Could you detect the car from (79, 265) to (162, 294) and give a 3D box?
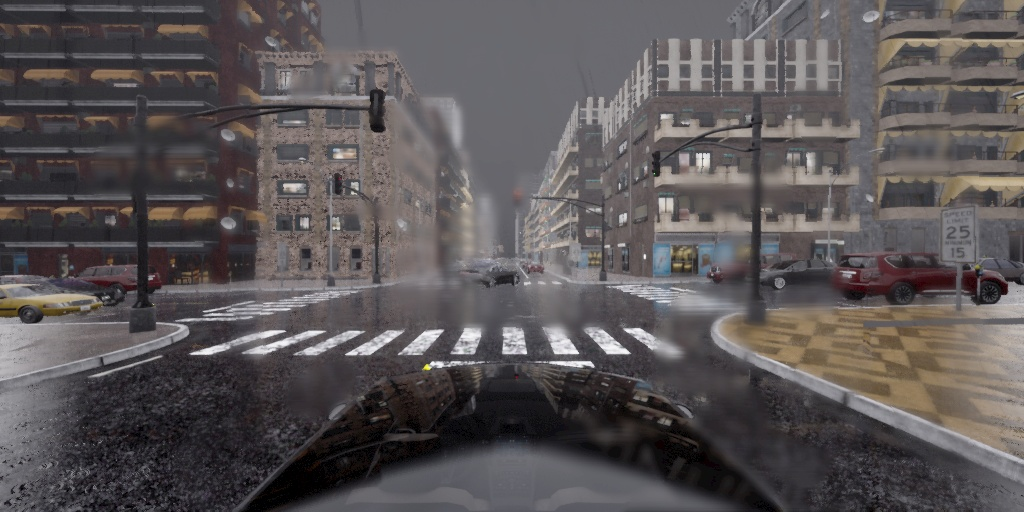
[{"bbox_3d":[-23.638,1.462,21.088,5.009,1.841,2.192,0,0,-1],"label":"car"}]

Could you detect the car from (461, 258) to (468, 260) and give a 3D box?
[{"bbox_3d":[-5.769,1.284,40.666,1.751,1.417,4.829,0,0,0],"label":"car"}]

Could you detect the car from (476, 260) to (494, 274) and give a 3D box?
[{"bbox_3d":[-3.183,1.237,43.451,1.882,1.535,5.008,0,0,0],"label":"car"}]

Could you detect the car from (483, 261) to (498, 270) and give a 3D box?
[{"bbox_3d":[-3.196,1.365,53.448,1.895,1.301,4.718,0,0,0],"label":"car"}]

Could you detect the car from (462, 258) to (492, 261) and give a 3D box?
[{"bbox_3d":[-3.165,1.247,34.029,2.128,1.511,4.902,0,0,0],"label":"car"}]

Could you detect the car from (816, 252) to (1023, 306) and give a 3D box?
[{"bbox_3d":[14.687,0.775,13.151,5.009,1.841,2.192,0,0,-1],"label":"car"}]

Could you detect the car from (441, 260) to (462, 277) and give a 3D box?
[{"bbox_3d":[-5.757,1.322,35.154,1.948,1.339,4.313,0,0,0],"label":"car"}]

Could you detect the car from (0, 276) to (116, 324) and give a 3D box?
[{"bbox_3d":[-17.652,1.585,12.804,4.829,1.417,1.751,0,0,-1],"label":"car"}]

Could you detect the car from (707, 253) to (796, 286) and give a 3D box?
[{"bbox_3d":[14.536,0.759,21.530,5.009,1.841,2.192,0,0,-1],"label":"car"}]

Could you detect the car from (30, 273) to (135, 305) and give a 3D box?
[{"bbox_3d":[-19.449,1.648,15.371,4.181,1.385,1.994,-1,0,-1],"label":"car"}]

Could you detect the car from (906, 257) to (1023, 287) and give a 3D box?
[{"bbox_3d":[24.727,0.807,19.052,5.357,1.411,2.033,-1,0,-1],"label":"car"}]

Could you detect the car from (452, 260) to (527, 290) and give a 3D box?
[{"bbox_3d":[-1.269,1.241,22.600,2.128,1.511,4.902,0,0,28],"label":"car"}]

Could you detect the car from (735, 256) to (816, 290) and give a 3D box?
[{"bbox_3d":[14.936,0.947,18.944,4.892,1.490,1.837,-1,0,-1],"label":"car"}]

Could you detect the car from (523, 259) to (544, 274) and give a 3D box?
[{"bbox_3d":[2.611,1.198,40.855,1.967,1.591,4.097,0,0,0],"label":"car"}]
